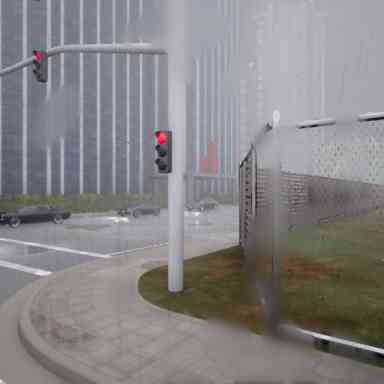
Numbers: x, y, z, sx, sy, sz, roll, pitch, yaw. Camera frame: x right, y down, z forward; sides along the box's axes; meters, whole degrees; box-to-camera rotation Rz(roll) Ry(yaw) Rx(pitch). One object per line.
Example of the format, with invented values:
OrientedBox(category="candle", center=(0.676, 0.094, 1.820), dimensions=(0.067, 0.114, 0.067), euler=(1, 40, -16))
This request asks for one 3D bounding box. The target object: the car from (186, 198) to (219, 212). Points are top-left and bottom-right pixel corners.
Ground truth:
OrientedBox(category="car", center=(1.280, 1.449, 38.614), dimensions=(1.837, 1.490, 4.892), euler=(0, 0, 36))

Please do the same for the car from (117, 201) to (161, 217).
OrientedBox(category="car", center=(-4.765, 1.508, 30.208), dimensions=(1.994, 1.385, 4.181), euler=(0, 0, 36))

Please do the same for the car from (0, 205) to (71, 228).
OrientedBox(category="car", center=(-10.612, 1.545, 22.065), dimensions=(1.895, 1.301, 4.718), euler=(0, 0, 36))
